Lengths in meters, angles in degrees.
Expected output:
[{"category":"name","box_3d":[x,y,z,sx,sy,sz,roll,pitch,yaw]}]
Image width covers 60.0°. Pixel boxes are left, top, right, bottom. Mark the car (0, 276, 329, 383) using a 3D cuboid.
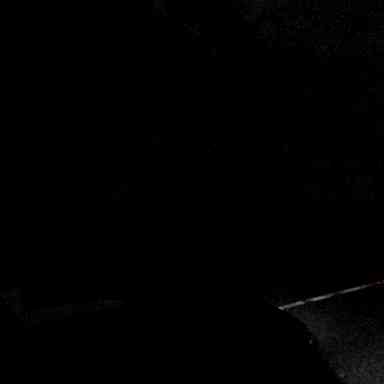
[{"category":"car","box_3d":[-0.820,1.521,2.854,4.674,1.442,1.812,-1,0,-34]}]
